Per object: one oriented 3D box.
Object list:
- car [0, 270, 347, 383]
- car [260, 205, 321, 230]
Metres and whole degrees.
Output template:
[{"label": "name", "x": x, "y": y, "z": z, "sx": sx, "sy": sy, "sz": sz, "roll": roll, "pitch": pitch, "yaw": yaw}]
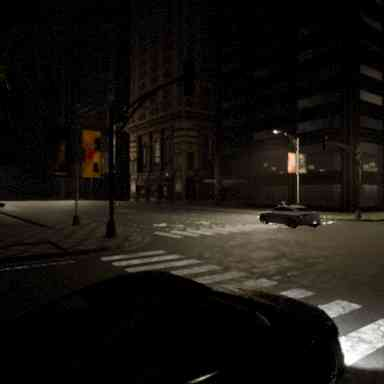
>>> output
[{"label": "car", "x": -0.178, "y": 1.570, "z": 3.500, "sx": 4.181, "sy": 1.385, "sz": 1.994, "roll": 0, "pitch": 0, "yaw": -39}, {"label": "car", "x": 6.361, "y": 1.574, "z": 21.857, "sx": 1.812, "sy": 1.442, "sz": 4.674, "roll": 1, "pitch": 0, "yaw": -23}]
